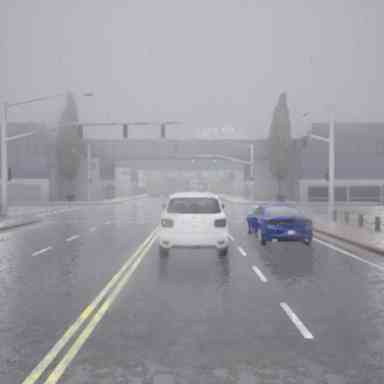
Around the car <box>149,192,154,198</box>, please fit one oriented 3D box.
[{"bbox_3d":[-7.560,0.582,67.147,1.895,1.301,4.718,0,1,0],"label":"car"}]

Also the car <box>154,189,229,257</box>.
[{"bbox_3d":[0.056,1.034,12.230,2.150,2.045,5.566,0,1,0],"label":"car"}]

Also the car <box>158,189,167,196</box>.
[{"bbox_3d":[-7.447,0.146,83.610,1.882,1.535,5.008,0,1,0],"label":"car"}]

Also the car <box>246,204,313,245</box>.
[{"bbox_3d":[3.567,1.260,14.314,1.882,1.535,5.008,0,1,0],"label":"car"}]

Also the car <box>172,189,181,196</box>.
[{"bbox_3d":[-3.947,0.018,83.675,2.097,1.767,4.553,0,1,0],"label":"car"}]
